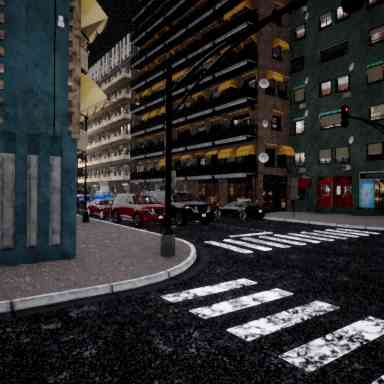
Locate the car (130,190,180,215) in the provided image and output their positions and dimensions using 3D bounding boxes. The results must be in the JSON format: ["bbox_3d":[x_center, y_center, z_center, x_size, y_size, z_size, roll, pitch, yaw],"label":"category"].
[{"bbox_3d":[-3.524,0.862,30.631,2.150,2.045,5.566,1,0,-36],"label":"car"}]

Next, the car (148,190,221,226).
[{"bbox_3d":[-0.920,0.966,21.572,2.150,2.045,5.566,1,0,-36],"label":"car"}]

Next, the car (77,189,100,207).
[{"bbox_3d":[-12.900,0.669,38.187,2.150,2.045,5.566,1,0,-35],"label":"car"}]

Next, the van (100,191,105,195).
[{"bbox_3d":[-12.688,0.726,47.776,1.690,1.788,3.998,2,0,-36],"label":"van"}]

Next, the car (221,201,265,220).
[{"bbox_3d":[3.616,1.353,25.197,1.947,1.339,4.313,2,0,-36],"label":"car"}]

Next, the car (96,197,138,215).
[{"bbox_3d":[-6.744,1.201,29.635,1.895,1.301,4.718,1,0,-36],"label":"car"}]

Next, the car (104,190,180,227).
[{"bbox_3d":[-3.192,1.033,20.322,2.192,1.841,5.009,2,0,-36],"label":"car"}]

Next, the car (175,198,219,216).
[{"bbox_3d":[0.354,1.288,29.713,1.802,1.307,4.206,2,0,-36],"label":"car"}]

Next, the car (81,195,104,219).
[{"bbox_3d":[-6.461,1.182,24.838,1.887,1.381,4.507,2,0,-36],"label":"car"}]
